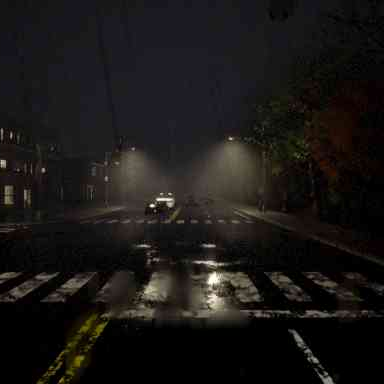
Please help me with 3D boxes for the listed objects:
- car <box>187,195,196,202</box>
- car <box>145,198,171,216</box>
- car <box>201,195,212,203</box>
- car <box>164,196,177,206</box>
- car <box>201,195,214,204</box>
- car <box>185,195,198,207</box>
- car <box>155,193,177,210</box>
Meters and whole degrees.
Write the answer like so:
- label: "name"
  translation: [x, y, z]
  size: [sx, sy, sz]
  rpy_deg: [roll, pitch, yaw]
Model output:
- label: "car"
  translation: [-0.167, 1.471, 72.880]
  size: [1.837, 1.490, 4.892]
  rpy_deg: [0, 0, 0]
- label: "car"
  translation: [-3.414, 1.554, 32.750]
  size: [1.994, 1.385, 4.181]
  rpy_deg: [0, 0, 0]
- label: "car"
  translation: [3.082, 1.494, 73.250]
  size: [2.128, 1.511, 4.902]
  rpy_deg: [0, 0, 0]
- label: "car"
  translation: [-3.448, 1.485, 53.619]
  size: [1.837, 1.490, 4.892]
  rpy_deg: [0, 0, 0]
- label: "car"
  translation: [3.208, 1.577, 63.245]
  size: [1.895, 1.301, 4.718]
  rpy_deg: [0, 0, 0]
- label: "car"
  translation: [-0.027, 1.529, 51.592]
  size: [2.033, 1.411, 5.357]
  rpy_deg: [0, 0, 0]
- label: "car"
  translation: [-3.431, 1.206, 43.151]
  size: [2.150, 2.045, 5.566]
  rpy_deg: [0, 0, 0]
